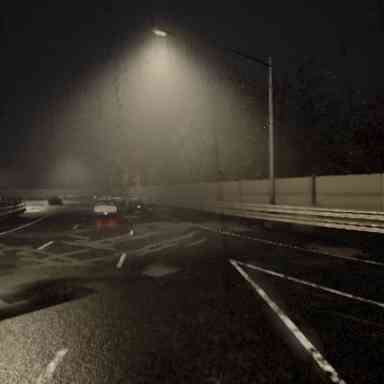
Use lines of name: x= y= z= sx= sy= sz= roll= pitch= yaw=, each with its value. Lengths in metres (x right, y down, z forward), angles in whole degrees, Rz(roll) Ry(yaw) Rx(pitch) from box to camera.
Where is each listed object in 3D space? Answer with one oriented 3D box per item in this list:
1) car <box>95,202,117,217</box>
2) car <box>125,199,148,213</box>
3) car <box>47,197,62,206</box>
car: x=-8.150 y=1.586 z=31.155 sx=1.895 sy=1.301 sz=4.718 roll=-1 pitch=0 yaw=-16
car: x=-6.136 y=1.506 z=36.305 sx=1.994 sy=1.385 sz=4.181 roll=-1 pitch=0 yaw=-19
car: x=-22.896 y=1.582 z=55.498 sx=1.812 sy=1.442 sz=4.674 roll=0 pitch=0 yaw=-31
